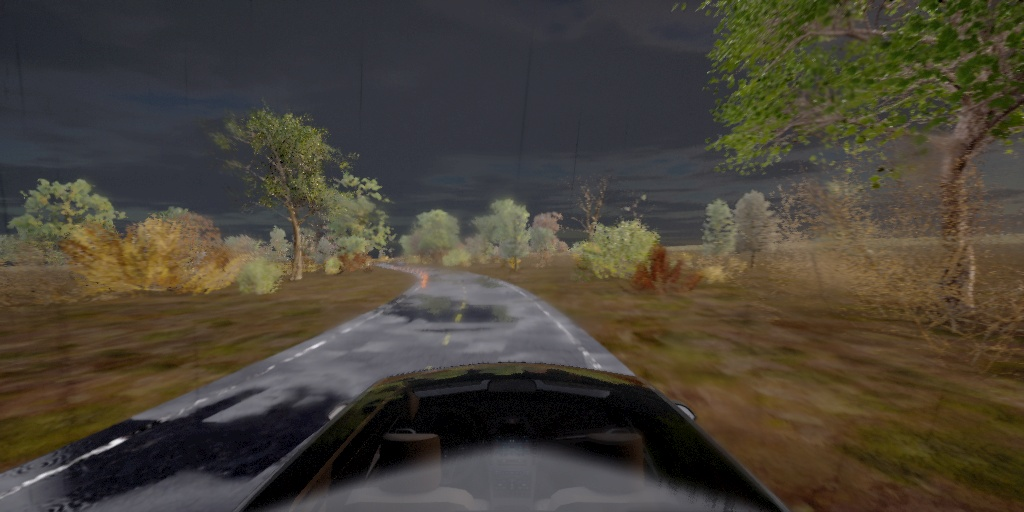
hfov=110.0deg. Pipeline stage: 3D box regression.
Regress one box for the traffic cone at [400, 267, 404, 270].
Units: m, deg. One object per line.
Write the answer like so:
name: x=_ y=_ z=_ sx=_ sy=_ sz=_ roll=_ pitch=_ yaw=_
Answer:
traffic cone: x=-18.618 y=2.178 z=61.864 sx=0.340 sy=0.580 sz=0.340 roll=0 pitch=0 yaw=-24

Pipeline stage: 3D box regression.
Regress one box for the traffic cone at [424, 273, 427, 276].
traffic cone: x=-7.017 y=1.878 z=29.499 sx=0.340 sy=0.580 sz=0.340 roll=0 pitch=0 yaw=-12

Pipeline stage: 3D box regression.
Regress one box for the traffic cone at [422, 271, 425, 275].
traffic cone: x=-8.160 y=1.908 z=34.257 sx=0.340 sy=0.580 sz=0.340 roll=0 pitch=0 yaw=-15

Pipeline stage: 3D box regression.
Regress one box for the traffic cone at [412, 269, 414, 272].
traffic cone: x=-14.578 y=2.074 z=52.726 sx=0.340 sy=0.580 sz=0.340 roll=0 pitch=0 yaw=-24

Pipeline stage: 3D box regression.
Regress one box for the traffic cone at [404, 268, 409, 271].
traffic cone: x=-16.596 y=2.126 z=57.291 sx=0.340 sy=0.580 sz=0.340 roll=0 pitch=0 yaw=-24

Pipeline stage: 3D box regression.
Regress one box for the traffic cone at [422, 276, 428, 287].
traffic cone: x=-6.063 y=1.852 z=24.700 sx=0.340 sy=0.580 sz=0.340 roll=0 pitch=0 yaw=-10

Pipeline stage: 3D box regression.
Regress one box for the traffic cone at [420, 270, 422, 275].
traffic cone: x=-9.490 y=1.942 z=38.965 sx=0.340 sy=0.580 sz=0.340 roll=0 pitch=0 yaw=-17
